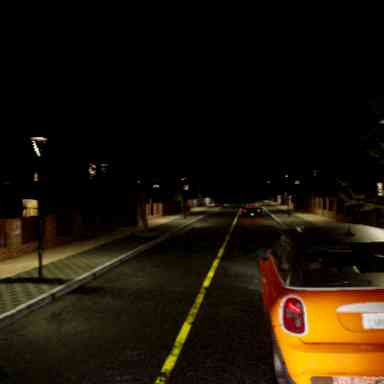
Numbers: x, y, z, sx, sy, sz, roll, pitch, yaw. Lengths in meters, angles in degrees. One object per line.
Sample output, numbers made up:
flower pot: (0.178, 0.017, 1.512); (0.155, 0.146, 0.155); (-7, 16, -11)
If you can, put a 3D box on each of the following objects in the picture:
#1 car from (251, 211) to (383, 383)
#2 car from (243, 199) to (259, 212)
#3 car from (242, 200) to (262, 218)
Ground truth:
car: (2.140, 1.291, 5.269); (2.097, 1.767, 4.553); (-5, -2, 9)
car: (7.472, 1.727, 42.285); (1.812, 1.442, 4.674); (-2, 0, 10)
car: (5.807, 1.744, 32.246); (1.895, 1.301, 4.718); (-2, -1, 10)
